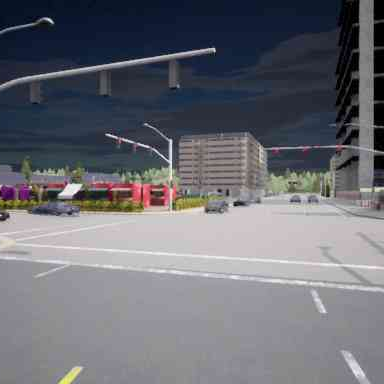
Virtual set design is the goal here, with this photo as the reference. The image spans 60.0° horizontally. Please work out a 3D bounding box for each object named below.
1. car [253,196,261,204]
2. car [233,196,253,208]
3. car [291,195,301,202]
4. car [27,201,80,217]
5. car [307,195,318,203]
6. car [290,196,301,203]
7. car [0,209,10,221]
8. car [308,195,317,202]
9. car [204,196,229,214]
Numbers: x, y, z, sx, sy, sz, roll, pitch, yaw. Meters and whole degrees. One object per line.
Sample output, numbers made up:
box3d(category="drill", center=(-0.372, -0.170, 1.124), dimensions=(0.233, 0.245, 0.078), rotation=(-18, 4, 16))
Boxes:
box3d(category="car", center=(11.949, 1.491, 62.927), dimensions=(2.128, 1.511, 4.902), rotation=(0, 0, 19))
box3d(category="car", center=(7.339, 1.600, 49.333), dimensions=(1.895, 1.301, 4.718), rotation=(0, 0, 19))
box3d(category="car", center=(24.609, 1.539, 78.480), dimensions=(2.033, 1.411, 5.357), rotation=(0, 0, 19))
box3d(category="car", center=(-13.550, 1.602, 32.495), dimensions=(5.357, 1.411, 2.033), rotation=(0, 0, 23))
box3d(category="car", center=(24.740, 1.540, 67.821), dimensions=(2.033, 1.411, 5.357), rotation=(0, 0, 19))
box3d(category="car", center=(21.531, 1.554, 69.256), dimensions=(1.994, 1.385, 4.181), rotation=(0, 0, 19))
box3d(category="car", center=(-16.472, 1.619, 26.100), dimensions=(4.181, 1.385, 1.994), rotation=(0, 0, 19))
box3d(category="car", center=(28.031, 1.523, 77.677), dimensions=(1.812, 1.442, 4.674), rotation=(0, 0, 19))
box3d(category="car", center=(2.695, 1.505, 35.520), dimensions=(1.837, 1.490, 4.892), rotation=(0, 0, 19))
